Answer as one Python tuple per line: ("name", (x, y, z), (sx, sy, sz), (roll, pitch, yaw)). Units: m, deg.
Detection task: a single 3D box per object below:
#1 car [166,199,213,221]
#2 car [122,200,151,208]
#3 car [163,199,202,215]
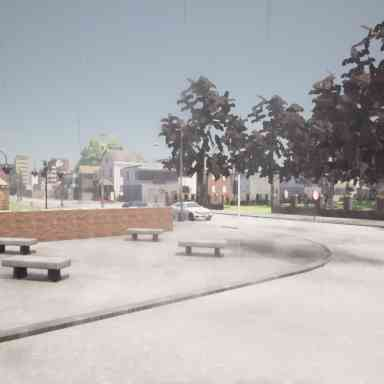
("car", (-0.267, 1.526, 27.279), (1.812, 1.442, 4.674), (0, 0, -36))
("car", (-5.865, 1.564, 35.164), (1.994, 1.385, 4.181), (0, 0, -35))
("car", (-1.092, 1.505, 35.627), (1.837, 1.490, 4.892), (0, 0, -36))
